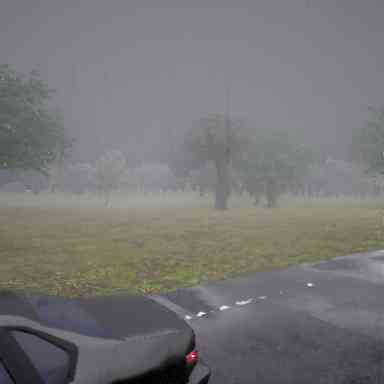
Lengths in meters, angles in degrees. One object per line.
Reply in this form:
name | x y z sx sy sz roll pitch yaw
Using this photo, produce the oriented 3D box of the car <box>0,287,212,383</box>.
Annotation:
car | -2.390 1.547 2.287 5.357 1.411 2.033 0 0 -35
